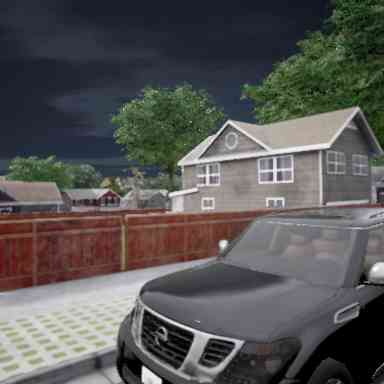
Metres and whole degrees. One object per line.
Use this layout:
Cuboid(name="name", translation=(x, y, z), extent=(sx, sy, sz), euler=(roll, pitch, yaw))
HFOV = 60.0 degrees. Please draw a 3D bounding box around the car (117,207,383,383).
Cuboid(name="car", translation=(1.806, 1.267, 4.571), extent=(5.566, 2.045, 2.150), euler=(0, -1, -39))
